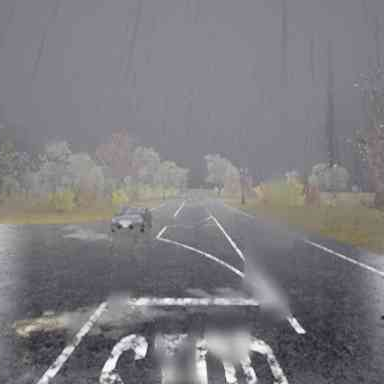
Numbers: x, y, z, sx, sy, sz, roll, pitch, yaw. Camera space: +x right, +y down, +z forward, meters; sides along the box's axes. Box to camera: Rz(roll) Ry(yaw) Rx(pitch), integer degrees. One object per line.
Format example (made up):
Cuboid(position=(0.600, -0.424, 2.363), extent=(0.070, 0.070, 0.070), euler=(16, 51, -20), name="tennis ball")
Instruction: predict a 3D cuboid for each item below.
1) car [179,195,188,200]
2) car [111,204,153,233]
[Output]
Cuboid(position=(-2.227, 1.480, 89.758), extent=(2.033, 1.411, 5.357), euler=(0, 0, 7), name="car")
Cuboid(position=(-3.434, 1.499, 19.643), extent=(2.128, 1.511, 4.902), euler=(0, 0, 0), name="car")
